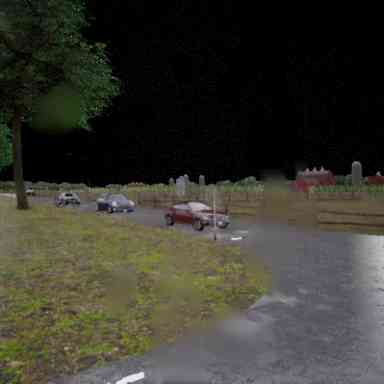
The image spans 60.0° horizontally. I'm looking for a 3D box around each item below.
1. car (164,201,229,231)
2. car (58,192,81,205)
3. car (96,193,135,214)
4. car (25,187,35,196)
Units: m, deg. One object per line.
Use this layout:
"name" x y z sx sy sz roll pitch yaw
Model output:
"car" 0.104 1.283 18.991 1.812 1.442 4.674 -1 2 -36
"car" -15.353 0.849 41.614 1.837 1.490 4.892 -1 2 -34
"car" -6.701 0.915 28.879 2.097 1.767 4.553 -1 2 -34
"car" -40.989 0.226 84.188 1.882 1.535 5.008 -1 1 -34
